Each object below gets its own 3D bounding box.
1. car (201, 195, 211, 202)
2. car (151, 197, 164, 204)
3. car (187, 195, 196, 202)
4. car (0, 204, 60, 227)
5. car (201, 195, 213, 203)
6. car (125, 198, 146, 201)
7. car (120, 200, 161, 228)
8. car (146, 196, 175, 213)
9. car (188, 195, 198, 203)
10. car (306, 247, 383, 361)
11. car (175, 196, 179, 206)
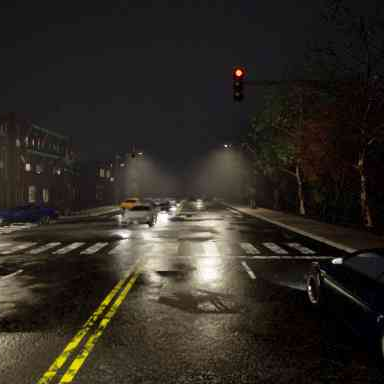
[{"bbox_3d":[3.212,1.509,78.552,2.033,1.411,5.357,0,0,0],"label":"car"},{"bbox_3d":[-6.579,1.578,64.085,1.895,1.301,4.718,0,0,0],"label":"car"},{"bbox_3d":[-0.037,1.494,79.776,2.128,1.511,4.902,0,0,0],"label":"car"},{"bbox_3d":[-11.922,1.596,23.753,4.674,1.442,1.812,-2,2,-25],"label":"car"},{"bbox_3d":[3.320,1.467,68.368,2.128,1.511,4.902,0,0,0],"label":"car"},{"bbox_3d":[-6.615,1.467,36.634,1.882,1.535,5.008,0,0,0],"label":"car"},{"bbox_3d":[-3.360,1.521,22.118,1.812,1.442,4.674,0,0,0],"label":"car"},{"bbox_3d":[-3.353,1.480,36.627,2.128,1.511,4.902,0,0,1],"label":"car"},{"bbox_3d":[0.068,1.500,69.695,1.812,1.442,4.674,0,0,0],"label":"car"},{"bbox_3d":[3.335,1.563,5.273,1.994,1.385,4.181,0,0,1],"label":"car"},{"bbox_3d":[-3.361,1.584,50.716,1.895,1.301,4.718,0,0,0],"label":"car"}]
